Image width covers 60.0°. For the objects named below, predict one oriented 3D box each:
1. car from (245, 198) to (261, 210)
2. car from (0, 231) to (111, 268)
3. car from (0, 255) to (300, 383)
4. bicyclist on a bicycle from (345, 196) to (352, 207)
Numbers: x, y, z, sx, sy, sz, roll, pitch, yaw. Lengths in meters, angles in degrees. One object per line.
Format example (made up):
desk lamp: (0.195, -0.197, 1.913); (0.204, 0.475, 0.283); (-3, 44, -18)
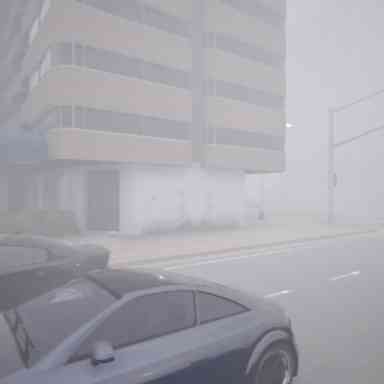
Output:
car: (7.073, 1.521, 44.963); (1.882, 1.535, 5.008); (0, 0, -36)
car: (-3.819, 1.477, 5.562); (5.008, 1.535, 1.882); (0, 0, -35)
car: (-0.833, 1.565, 3.389); (4.181, 1.385, 1.994); (0, 0, -35)
bicyclist on a bicycle: (22.655, 1.365, 48.140); (1.656, 1.620, 0.582); (0, 0, -36)
